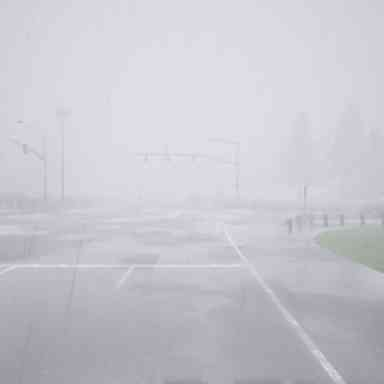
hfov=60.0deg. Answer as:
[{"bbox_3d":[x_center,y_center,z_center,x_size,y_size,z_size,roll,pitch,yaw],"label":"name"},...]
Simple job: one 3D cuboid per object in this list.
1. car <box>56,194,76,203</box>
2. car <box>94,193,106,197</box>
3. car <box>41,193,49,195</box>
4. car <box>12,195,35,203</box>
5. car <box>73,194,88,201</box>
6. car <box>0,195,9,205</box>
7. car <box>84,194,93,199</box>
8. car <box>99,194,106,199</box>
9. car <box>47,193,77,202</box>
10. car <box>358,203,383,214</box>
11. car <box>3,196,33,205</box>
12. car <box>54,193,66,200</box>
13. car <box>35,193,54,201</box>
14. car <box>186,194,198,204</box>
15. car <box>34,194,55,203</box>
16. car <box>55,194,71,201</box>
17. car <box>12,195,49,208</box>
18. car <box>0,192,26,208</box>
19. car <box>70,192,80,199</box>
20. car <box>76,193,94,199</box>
[{"bbox_3d":[-24.608,1.214,65.094,1.882,1.535,5.008,0,0,0],"label":"car"},{"bbox_3d":[-21.294,1.052,74.072,2.097,1.767,4.553,0,0,-3],"label":"car"},{"bbox_3d":[-24.664,1.269,55.767,2.128,1.511,4.902,0,0,0],"label":"car"},{"bbox_3d":[-31.603,1.343,62.526,1.895,1.301,4.718,0,0,0],"label":"car"},{"bbox_3d":[-24.844,1.173,74.528,1.882,1.535,5.008,0,0,-3],"label":"car"},{"bbox_3d":[-31.658,1.280,53.265,2.128,1.511,4.902,0,0,0],"label":"car"},{"bbox_3d":[-27.242,1.176,87.721,2.033,1.411,5.357,0,0,-14],"label":"car"},{"bbox_3d":[-23.745,1.159,88.240,1.812,1.442,4.674,0,0,-14],"label":"car"},{"bbox_3d":[-21.171,1.331,54.397,2.033,1.411,5.357,0,0,0],"label":"car"},{"bbox_3d":[17.364,1.386,29.346,4.902,1.511,2.128,0,0,8],"label":"car"},{"bbox_3d":[-28.158,1.333,54.012,2.033,1.411,5.357,0,0,0],"label":"car"},{"bbox_3d":[-33.813,1.159,85.254,2.128,1.511,4.902,0,0,-14],"label":"car"},{"bbox_3d":[-31.678,1.063,71.596,2.097,1.767,4.553,0,0,0],"label":"car"},{"bbox_3d":[0.014,1.118,58.218,2.097,1.767,4.553,0,0,0],"label":"car"},{"bbox_3d":[-28.105,1.248,63.628,1.837,1.490,4.892,0,0,0],"label":"car"},{"bbox_3d":[-28.227,1.202,72.967,1.837,1.490,4.892,0,0,-3],"label":"car"},{"bbox_3d":[-21.167,1.431,43.839,1.895,1.301,4.718,0,0,0],"label":"car"},{"bbox_3d":[-24.668,1.044,45.433,2.150,2.045,5.566,0,0,0],"label":"car"},{"bbox_3d":[-30.618,0.996,86.835,2.097,1.767,4.553,0,0,-14],"label":"car"},{"bbox_3d":[-21.128,1.219,64.005,1.882,1.535,5.008,0,0,0],"label":"car"}]
